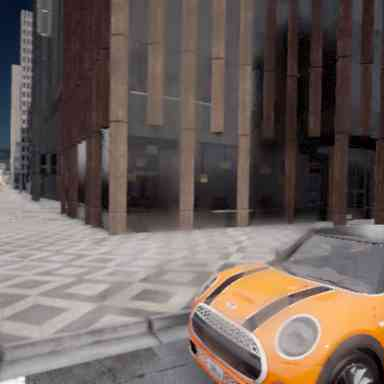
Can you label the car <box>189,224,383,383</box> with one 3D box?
[{"bbox_3d":[2.235,1.288,4.565,4.553,1.767,2.097,0,1,-28],"label":"car"}]
